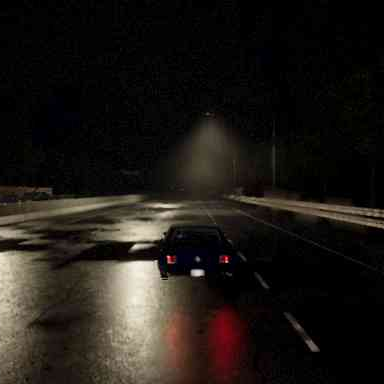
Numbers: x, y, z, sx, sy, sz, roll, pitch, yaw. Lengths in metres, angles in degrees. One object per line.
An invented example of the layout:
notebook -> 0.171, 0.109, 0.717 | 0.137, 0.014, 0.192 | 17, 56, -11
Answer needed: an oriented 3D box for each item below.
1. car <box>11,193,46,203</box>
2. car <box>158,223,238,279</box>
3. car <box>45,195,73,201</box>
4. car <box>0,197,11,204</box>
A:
car -> -21.218, 1.100, 44.363 | 2.150, 2.045, 5.566 | 0, 0, 0
car -> 0.071, 1.568, 9.877 | 1.895, 1.301, 4.718 | 0, 0, -2
car -> -17.719, 1.229, 45.580 | 2.097, 1.767, 4.553 | 0, 0, 0
car -> -24.718, 1.426, 44.454 | 2.033, 1.411, 5.357 | 0, 0, 0
